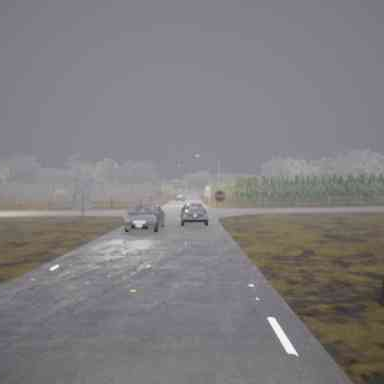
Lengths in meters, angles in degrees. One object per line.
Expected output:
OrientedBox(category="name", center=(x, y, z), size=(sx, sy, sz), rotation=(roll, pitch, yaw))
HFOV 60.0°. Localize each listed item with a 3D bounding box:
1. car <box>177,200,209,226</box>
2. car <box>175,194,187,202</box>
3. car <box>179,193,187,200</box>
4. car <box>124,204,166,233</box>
OrientedBox(category="car", center=(0.100, 1.517, 23.226), size=(2.033, 1.411, 5.357), rotation=(0, 0, -2))
OrientedBox(category="car", center=(-2.407, 1.278, 67.231), size=(2.033, 1.411, 5.357), rotation=(0, 0, 1))
OrientedBox(category="car", center=(-2.292, 1.120, 82.507), size=(1.812, 1.442, 4.674), rotation=(0, 1, 0))
OrientedBox(category="car", center=(-2.655, 1.471, 19.496), size=(2.128, 1.511, 4.902), rotation=(0, 0, 2))
